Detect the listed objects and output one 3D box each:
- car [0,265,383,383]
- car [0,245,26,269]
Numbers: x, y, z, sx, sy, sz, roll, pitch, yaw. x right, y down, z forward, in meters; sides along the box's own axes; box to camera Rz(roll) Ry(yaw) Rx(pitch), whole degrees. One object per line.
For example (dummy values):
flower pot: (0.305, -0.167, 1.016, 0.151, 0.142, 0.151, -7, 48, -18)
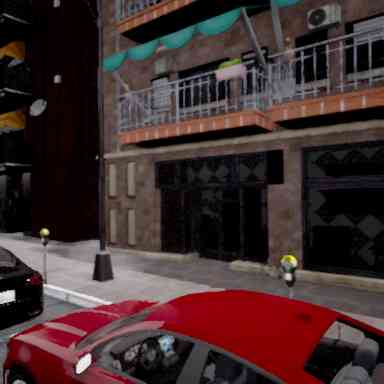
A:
car: (0.172, 1.548, 2.769, 4.507, 1.381, 1.887, 0, -1, 36)
car: (-4.435, 1.584, 6.060, 4.313, 1.339, 1.947, 0, -1, 36)
